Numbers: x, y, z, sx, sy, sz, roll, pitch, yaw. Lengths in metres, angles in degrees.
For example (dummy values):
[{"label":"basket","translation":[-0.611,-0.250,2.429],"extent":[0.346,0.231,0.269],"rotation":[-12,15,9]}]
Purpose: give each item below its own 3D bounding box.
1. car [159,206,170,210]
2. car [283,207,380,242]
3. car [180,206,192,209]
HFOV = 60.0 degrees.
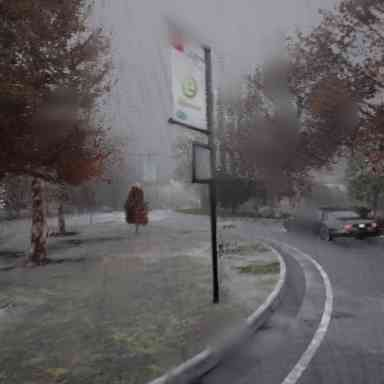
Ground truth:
[{"label":"car","translation":[-6.145,3.759,74.773],"extent":[1.994,1.385,4.181],"rotation":[-2,-5,6]},{"label":"car","translation":[6.342,1.431,15.882],"extent":[2.033,1.411,5.357],"rotation":[-2,0,-12]},{"label":"car","translation":[-1.780,4.287,82.172],"extent":[1.895,1.301,4.718],"rotation":[-2,-5,6]}]
